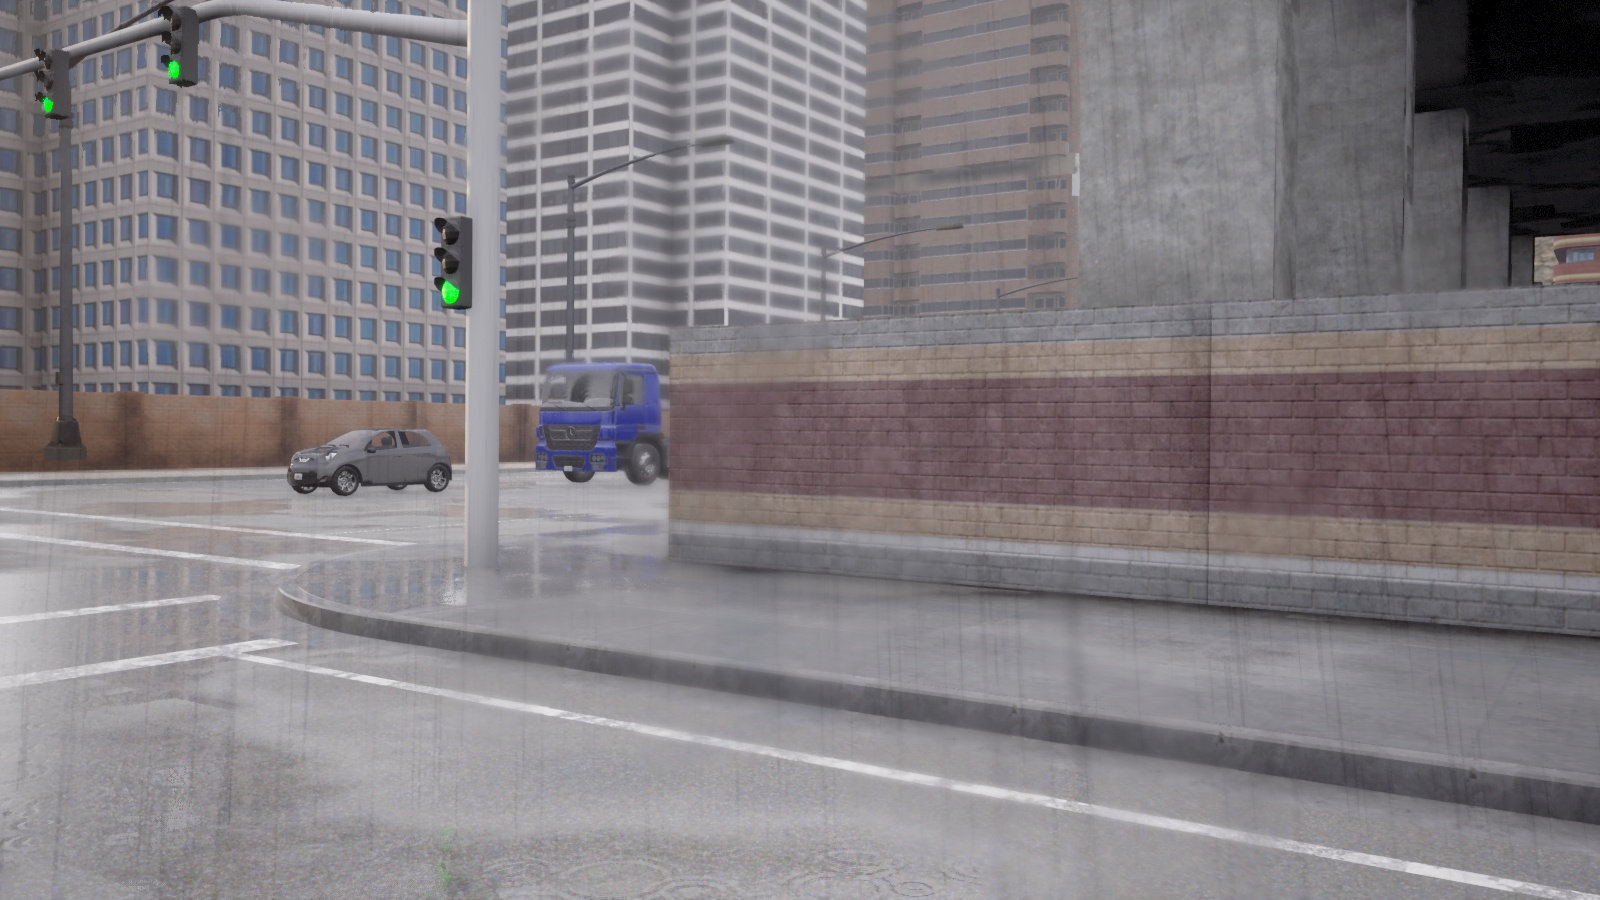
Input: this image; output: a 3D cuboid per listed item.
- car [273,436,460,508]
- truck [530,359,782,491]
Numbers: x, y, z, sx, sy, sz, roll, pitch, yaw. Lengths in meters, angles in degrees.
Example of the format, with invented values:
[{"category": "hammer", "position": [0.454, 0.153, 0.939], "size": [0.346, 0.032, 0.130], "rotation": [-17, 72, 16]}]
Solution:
[{"category": "car", "position": [-9.798, 0.444, 28.592], "size": [1.845, 1.501, 3.633], "rotation": [0, 1, 34]}, {"category": "truck", "position": [-4.016, -0.721, 37.134], "size": [2.891, 3.462, 7.936], "rotation": [0, 1, 34]}]
